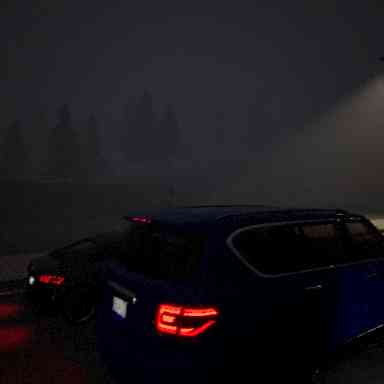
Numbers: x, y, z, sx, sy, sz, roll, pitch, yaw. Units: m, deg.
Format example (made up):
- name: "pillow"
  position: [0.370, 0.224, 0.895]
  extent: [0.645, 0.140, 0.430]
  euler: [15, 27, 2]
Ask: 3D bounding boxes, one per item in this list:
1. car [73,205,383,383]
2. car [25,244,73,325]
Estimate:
- name: "car"
  position: [1.471, 1.220, 4.797]
  extent: [5.566, 2.045, 2.150]
  euler: [0, 0, -36]
- name: "car"
  position: [-1.246, 1.563, 7.156]
  extent: [4.181, 1.385, 1.994]
  euler: [0, 0, -36]
